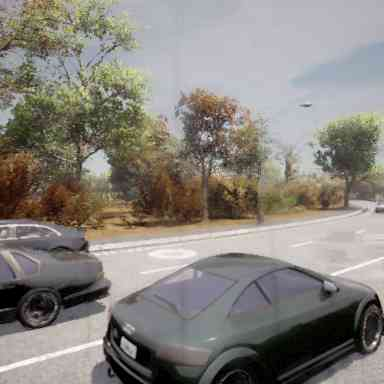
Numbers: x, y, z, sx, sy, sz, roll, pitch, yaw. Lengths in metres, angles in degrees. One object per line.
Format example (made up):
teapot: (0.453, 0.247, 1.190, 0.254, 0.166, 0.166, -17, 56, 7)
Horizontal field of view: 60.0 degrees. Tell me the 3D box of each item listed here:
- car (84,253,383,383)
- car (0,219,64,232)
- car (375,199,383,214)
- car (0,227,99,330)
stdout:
car: (0.932, 1.589, 4.674, 4.181, 1.385, 1.994, 0, 0, -37)
car: (-5.259, 1.532, 8.990, 4.902, 1.511, 2.128, 0, 0, -37)
car: (22.031, 1.780, 37.868, 1.895, 1.301, 4.718, 0, 0, 33)
car: (-4.098, 1.572, 5.435, 5.357, 1.411, 2.033, 0, 0, -36)
